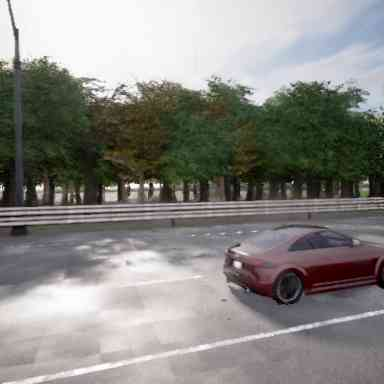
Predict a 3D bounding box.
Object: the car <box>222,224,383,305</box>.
[{"bbox_3d":[2.809,1.460,7.684,4.181,1.385,1.994,-1,1,-21],"label":"car"}]
